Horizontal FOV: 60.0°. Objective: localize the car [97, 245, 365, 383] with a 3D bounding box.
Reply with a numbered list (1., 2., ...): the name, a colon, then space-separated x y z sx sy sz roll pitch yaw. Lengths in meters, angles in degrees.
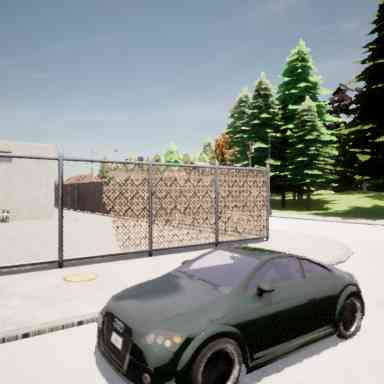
1. car: 0.752 1.564 5.058 4.181 1.385 1.994 0 0 -35
